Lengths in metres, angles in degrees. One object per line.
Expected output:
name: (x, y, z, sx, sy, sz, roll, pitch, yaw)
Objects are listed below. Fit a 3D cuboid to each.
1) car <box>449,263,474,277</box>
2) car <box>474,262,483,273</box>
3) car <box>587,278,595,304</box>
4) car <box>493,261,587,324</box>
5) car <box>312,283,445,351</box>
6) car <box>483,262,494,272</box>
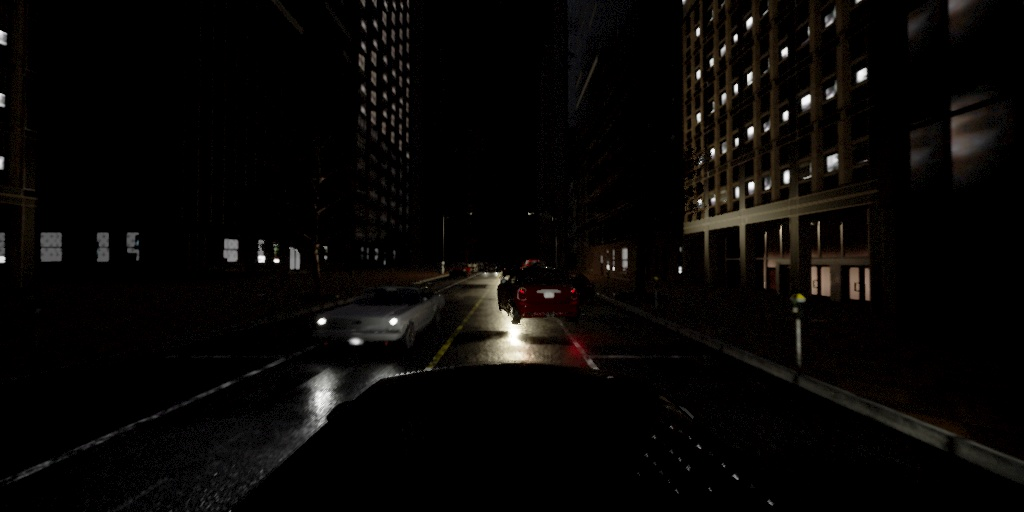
car: (-5.697, 1.504, 39.535, 1.967, 1.591, 4.097, 0, 0, 0)
car: (-5.700, 1.705, 50.821, 2.007, 1.370, 4.403, 0, 0, 0)
car: (2.688, 1.422, 17.001, 1.888, 1.381, 4.507, 0, 0, 0)
car: (0.735, 1.193, 12.599, 2.097, 1.767, 4.553, 0, 0, -9)
car: (-3.102, 1.415, 9.348, 1.895, 1.301, 4.718, 0, 0, 0)
car: (-3.012, 1.677, 54.615, 1.882, 1.535, 5.008, 0, -1, 0)
